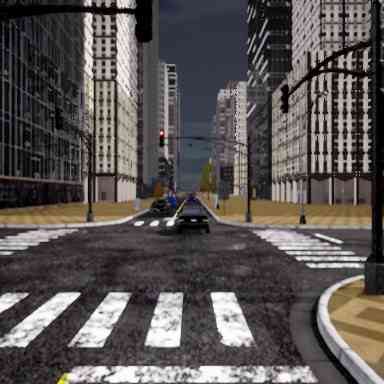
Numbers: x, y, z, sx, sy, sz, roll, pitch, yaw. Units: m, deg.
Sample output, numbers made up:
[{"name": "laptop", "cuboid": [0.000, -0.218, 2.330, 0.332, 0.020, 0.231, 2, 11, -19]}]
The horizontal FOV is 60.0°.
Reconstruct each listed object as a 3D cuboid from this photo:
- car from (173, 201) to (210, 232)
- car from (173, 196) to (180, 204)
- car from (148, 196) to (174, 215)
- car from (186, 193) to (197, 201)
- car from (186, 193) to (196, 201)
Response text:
[{"name": "car", "cuboid": [0.074, 1.532, 19.973, 2.033, 1.411, 5.357, 0, 0, 0]}, {"name": "car", "cuboid": [-3.174, 1.390, 48.126, 1.882, 1.535, 5.008, 0, 1, 0]}, {"name": "car", "cuboid": [-3.156, 1.446, 33.026, 1.837, 1.490, 4.892, 0, 0, 0]}, {"name": "car", "cuboid": [-0.105, 1.412, 61.405, 1.812, 1.442, 4.674, 0, 0, 0]}, {"name": "car", "cuboid": [-0.123, 1.054, 71.379, 2.097, 1.767, 4.553, 0, 0, 0]}]
